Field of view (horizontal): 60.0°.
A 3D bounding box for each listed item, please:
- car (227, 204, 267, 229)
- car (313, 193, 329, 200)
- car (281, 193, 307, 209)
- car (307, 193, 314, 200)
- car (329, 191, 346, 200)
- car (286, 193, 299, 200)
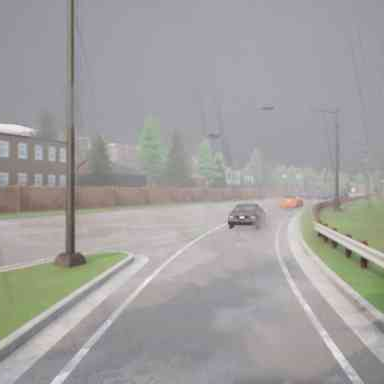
[{"bbox_3d":[3.515,1.442,20.708,2.033,1.411,5.357,0,0,18],"label":"car"},{"bbox_3d":[31.700,1.205,81.154,1.994,1.385,4.181,0,0,31],"label":"car"},{"bbox_3d":[12.902,1.156,42.651,2.097,1.767,4.553,0,0,28],"label":"car"},{"bbox_3d":[28.490,1.110,82.608,1.882,1.535,5.008,0,0,31],"label":"car"},{"bbox_3d":[34.679,1.029,79.315,2.097,1.767,4.553,0,0,31],"label":"car"},{"bbox_3d":[25.495,1.136,84.420,2.128,1.511,4.902,0,0,31],"label":"car"}]
